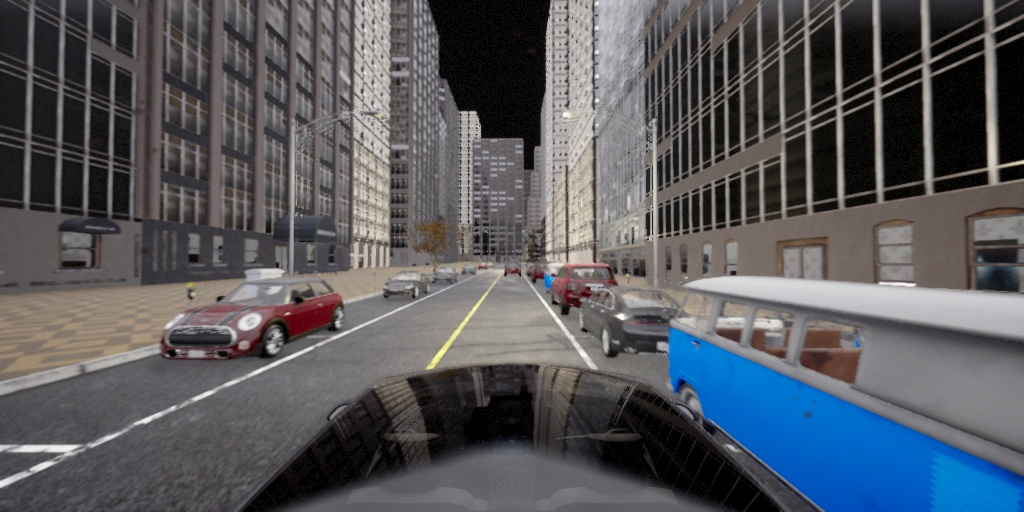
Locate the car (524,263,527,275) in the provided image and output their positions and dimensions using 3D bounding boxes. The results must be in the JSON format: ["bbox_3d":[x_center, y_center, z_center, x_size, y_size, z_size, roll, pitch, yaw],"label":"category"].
[{"bbox_3d":[2.690,1.766,42.331,1.802,1.307,4.207,0,0,0],"label":"car"}]

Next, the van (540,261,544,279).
[{"bbox_3d":[2.691,1.285,19.767,1.690,1.789,3.998,0,0,0],"label":"van"}]

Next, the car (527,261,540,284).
[{"bbox_3d":[2.691,1.379,31.049,2.192,1.841,5.009,0,0,0],"label":"car"}]

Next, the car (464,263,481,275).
[{"bbox_3d":[-5.691,1.794,47.953,2.007,1.370,4.403,0,0,0],"label":"car"}]

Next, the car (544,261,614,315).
[{"bbox_3d":[2.691,1.199,14.125,2.192,1.841,5.009,0,0,0],"label":"car"}]

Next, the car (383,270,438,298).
[{"bbox_3d":[-5.690,1.494,19.740,2.007,1.370,4.403,0,0,0],"label":"car"}]

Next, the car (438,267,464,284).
[{"bbox_3d":[-5.691,1.614,31.025,2.007,1.370,4.403,0,0,0],"label":"car"}]

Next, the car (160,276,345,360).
[{"bbox_3d":[-5.689,1.263,8.456,1.967,1.591,4.097,0,0,0],"label":"car"}]

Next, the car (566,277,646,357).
[{"bbox_3d":[2.691,1.374,8.484,2.007,1.370,4.403,0,0,0],"label":"car"}]

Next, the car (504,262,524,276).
[{"bbox_3d":[0.099,1.568,45.395,2.097,1.767,4.553,0,-1,0],"label":"car"}]

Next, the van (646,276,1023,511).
[{"bbox_3d":[2.691,1.103,2.843,1.690,1.789,3.998,0,0,0],"label":"van"}]
